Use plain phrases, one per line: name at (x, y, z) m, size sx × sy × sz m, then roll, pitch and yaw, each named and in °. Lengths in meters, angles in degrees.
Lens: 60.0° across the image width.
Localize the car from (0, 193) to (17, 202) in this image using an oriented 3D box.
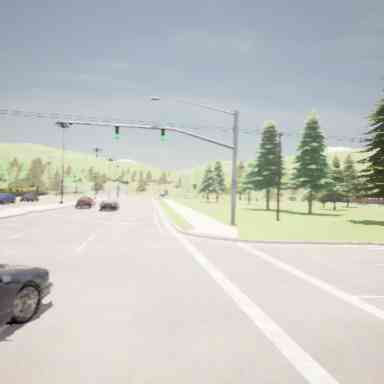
car at (-30.160, 0.863, 53.781) m, size 1.994 × 1.385 × 4.181 m, roll 2°, pitch 0°, yaw -7°

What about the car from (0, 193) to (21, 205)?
car at (-25.535, 0.881, 45.016) m, size 1.882 × 1.535 × 5.008 m, roll 2°, pitch 0°, yaw -7°

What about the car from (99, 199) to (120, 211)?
car at (-9.570, 1.484, 38.933) m, size 1.895 × 1.301 × 4.718 m, roll 2°, pitch 0°, yaw -7°

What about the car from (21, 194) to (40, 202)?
car at (-26.788, 0.976, 55.006) m, size 1.994 × 1.385 × 4.181 m, roll 2°, pitch 0°, yaw -7°

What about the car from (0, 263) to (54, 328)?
car at (-3.733, 1.448, 3.941) m, size 2.033 × 1.411 × 5.357 m, roll 2°, pitch 0°, yaw 5°

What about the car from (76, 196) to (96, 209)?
car at (-13.515, 1.299, 42.324) m, size 1.812 × 1.442 × 4.674 m, roll 2°, pitch 0°, yaw -7°
